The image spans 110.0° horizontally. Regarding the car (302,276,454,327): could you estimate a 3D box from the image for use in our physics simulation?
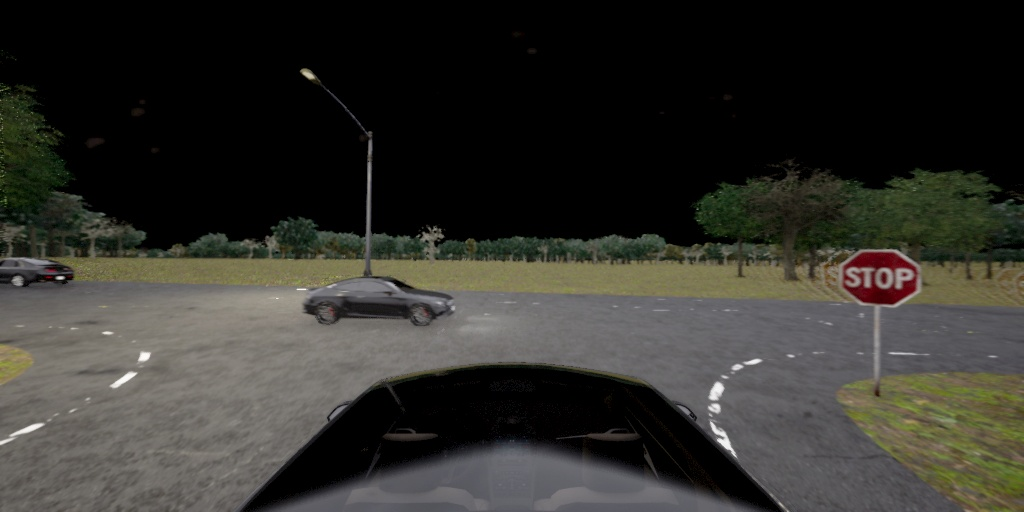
[{"bbox_3d":[-4.221,1.388,11.563,4.674,1.442,1.812,1,0,1],"label":"car"}]

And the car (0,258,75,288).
[{"bbox_3d":[-26.357,0.860,19.076,4.892,1.490,1.837,1,1,1],"label":"car"}]
